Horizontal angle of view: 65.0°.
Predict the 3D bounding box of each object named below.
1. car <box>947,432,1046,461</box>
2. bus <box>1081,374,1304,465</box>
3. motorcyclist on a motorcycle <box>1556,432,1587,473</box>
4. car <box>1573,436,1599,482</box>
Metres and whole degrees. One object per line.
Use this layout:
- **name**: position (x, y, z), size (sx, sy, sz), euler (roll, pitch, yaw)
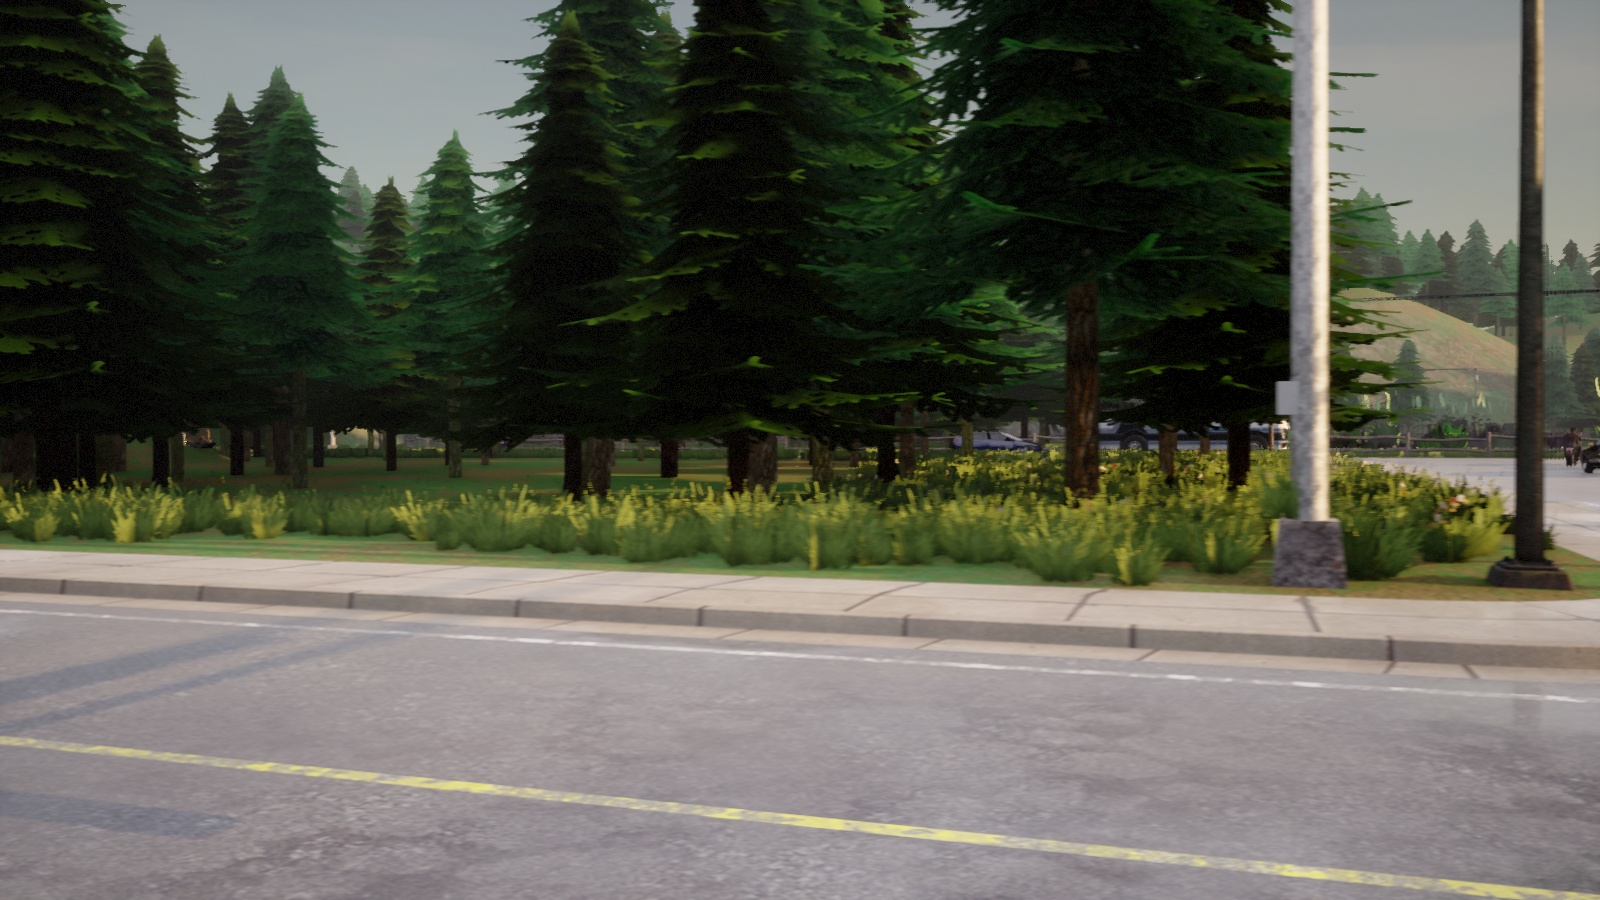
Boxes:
- **car**: position (10.387, -0.206, 66.430), size (4.792, 1.488, 2.163), euler (1, 1, 21)
- **bus**: position (19.562, -1.489, 62.679), size (10.273, 4.253, 3.944), euler (1, 1, 22)
- **motorcyclist on a motorcycle**: position (32.088, 0.085, 52.214), size (0.766, 1.649, 2.350), euler (3, 2, 38)
- **car**: position (27.533, 0.287, 41.754), size (2.163, 1.488, 4.792), euler (1, 1, 20)
